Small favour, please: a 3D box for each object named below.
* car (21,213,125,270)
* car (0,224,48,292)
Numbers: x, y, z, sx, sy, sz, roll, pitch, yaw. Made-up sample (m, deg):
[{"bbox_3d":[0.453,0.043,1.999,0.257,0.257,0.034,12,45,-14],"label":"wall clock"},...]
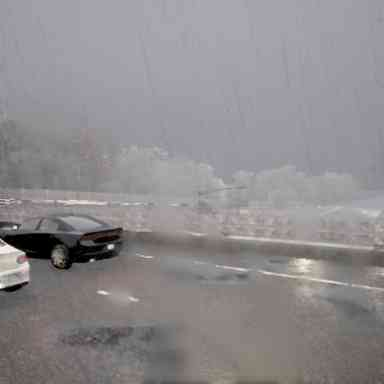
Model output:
[{"bbox_3d":[-4.460,1.422,10.804,5.008,1.535,1.882,0,0,31],"label":"car"},{"bbox_3d":[-5.545,1.503,7.385,4.674,1.442,1.812,0,0,31],"label":"car"}]
